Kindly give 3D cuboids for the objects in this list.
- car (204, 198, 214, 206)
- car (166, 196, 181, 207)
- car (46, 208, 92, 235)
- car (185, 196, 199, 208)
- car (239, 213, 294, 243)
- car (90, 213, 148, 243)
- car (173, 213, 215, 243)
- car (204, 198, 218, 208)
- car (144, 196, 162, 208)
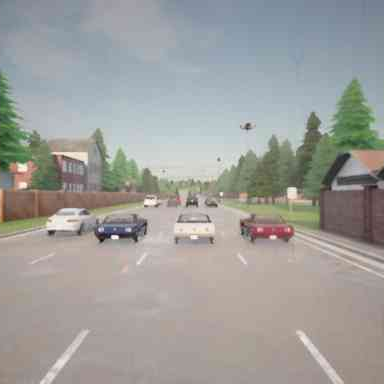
[{"bbox_3d":[3.505,1.942,68.047,1.837,1.490,4.892,0,0,0],"label":"car"},{"bbox_3d":[-3.495,1.922,58.781,2.128,1.511,4.902,0,0,0],"label":"car"},{"bbox_3d":[-6.909,1.669,19.534,1.812,1.442,4.674,0,0,0],"label":"car"},{"bbox_3d":[0.005,1.644,57.660,2.150,2.045,5.566,0,0,0],"label":"car"},{"bbox_3d":[3.602,1.726,16.933,1.895,1.301,4.718,0,0,0],"label":"car"},{"bbox_3d":[-3.398,1.725,16.924,1.895,1.301,4.718,0,0,0],"label":"car"},{"bbox_3d":[0.102,1.726,16.933,1.895,1.301,4.718,0,0,0],"label":"car"},{"bbox_3d":[3.505,2.027,58.073,1.895,1.301,4.718,0,0,0],"label":"car"},{"bbox_3d":[-6.995,1.644,57.660,2.150,2.045,5.566,0,0,0],"label":"car"}]
